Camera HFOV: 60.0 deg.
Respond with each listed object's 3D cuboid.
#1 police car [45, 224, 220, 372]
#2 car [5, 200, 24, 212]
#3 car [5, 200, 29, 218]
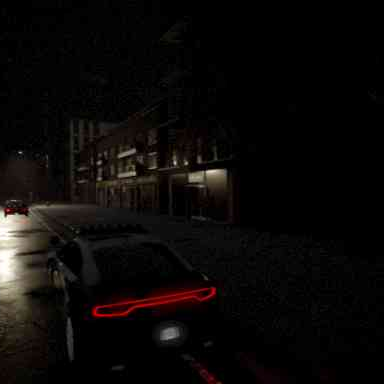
[{"bbox_3d":[-1.496,1.418,6.085,1.930,1.638,5.238,0,0,-29],"label":"police car"},{"bbox_3d":[-21.174,1.624,39.791,1.895,1.301,4.718,0,0,-28],"label":"car"},{"bbox_3d":[-16.357,1.618,31.048,1.895,1.301,4.718,0,0,-28],"label":"car"}]
